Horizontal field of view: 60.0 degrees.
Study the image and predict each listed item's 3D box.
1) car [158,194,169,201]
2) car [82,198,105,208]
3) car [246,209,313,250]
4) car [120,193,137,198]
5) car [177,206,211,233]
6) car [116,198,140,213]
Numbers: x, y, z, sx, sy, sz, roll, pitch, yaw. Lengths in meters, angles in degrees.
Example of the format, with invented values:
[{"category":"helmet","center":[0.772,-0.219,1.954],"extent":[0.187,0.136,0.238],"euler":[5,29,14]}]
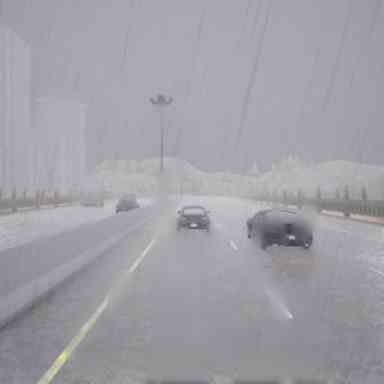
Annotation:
[{"category":"car","center":[-6.638,1.201,77.483],"extent":[2.097,1.767,4.553],"euler":[0,0,2]},{"category":"car","center":[-14.059,1.557,47.921],"extent":[2.033,1.411,5.357],"euler":[0,0,0]},{"category":"car","center":[3.602,1.481,14.453],"extent":[1.882,1.535,5.008],"euler":[0,0,0]},{"category":"car","center":[-10.536,1.230,55.386],"extent":[2.150,2.045,5.566],"euler":[0,0,1]},{"category":"car","center":[0.104,1.530,19.418],"extent":[1.812,1.442,4.674],"euler":[0,0,0]},{"category":"car","center":[-7.086,1.608,36.830],"extent":[1.895,1.301,4.718],"euler":[0,0,0]}]
